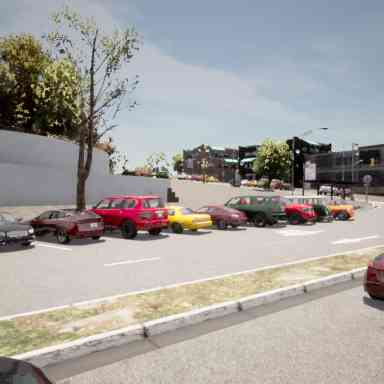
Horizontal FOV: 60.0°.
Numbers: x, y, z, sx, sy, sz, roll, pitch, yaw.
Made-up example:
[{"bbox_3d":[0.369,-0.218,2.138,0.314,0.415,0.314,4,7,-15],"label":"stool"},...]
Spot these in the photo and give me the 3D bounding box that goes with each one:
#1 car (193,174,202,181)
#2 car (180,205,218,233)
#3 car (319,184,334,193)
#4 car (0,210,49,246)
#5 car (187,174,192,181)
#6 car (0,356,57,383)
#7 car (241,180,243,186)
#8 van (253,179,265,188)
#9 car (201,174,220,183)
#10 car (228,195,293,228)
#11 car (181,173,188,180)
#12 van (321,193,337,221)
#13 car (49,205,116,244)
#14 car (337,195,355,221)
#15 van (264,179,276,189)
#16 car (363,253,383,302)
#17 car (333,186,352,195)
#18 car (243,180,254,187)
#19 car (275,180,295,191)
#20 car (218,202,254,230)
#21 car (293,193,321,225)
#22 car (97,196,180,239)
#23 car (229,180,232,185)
[{"bbox_3d":[3.456,-3.698,88.368,2.435,2.045,5.566,7,3,34],"label":"car"},{"bbox_3d":[-1.431,1.503,19.389,5.366,1.575,1.946,-1,-1,35],"label":"car"},{"bbox_3d":[24.261,-0.426,58.866,2.435,2.045,5.566,7,3,35],"label":"car"},{"bbox_3d":[-8.615,1.493,14.070,4.892,1.521,2.231,-1,-1,35],"label":"car"},{"bbox_3d":[1.662,-3.850,90.834,2.185,1.767,4.553,6,3,34],"label":"car"},{"bbox_3d":[-2.882,1.504,1.076,4.892,1.490,1.837,0,0,-35],"label":"car"},{"bbox_3d":[12.155,-2.043,76.137,2.002,1.452,4.674,7,4,35],"label":"car"},{"bbox_3d":[15.561,-1.763,71.085,1.878,1.987,4.442,7,4,35],"label":"van"},{"bbox_3d":[5.307,-3.175,86.109,1.946,1.575,5.366,7,3,34],"label":"car"},{"bbox_3d":[3.603,1.263,22.775,5.566,2.045,2.435,-1,-1,35],"label":"car"},{"bbox_3d":[-0.069,-4.084,93.304,2.185,1.767,4.553,4,1,33],"label":"car"},{"bbox_3d":[8.655,1.297,26.150,4.442,1.987,1.878,-1,-1,35],"label":"van"},{"bbox_3d":[-6.195,1.524,15.816,4.792,1.488,2.163,-1,-1,35],"label":"car"},{"bbox_3d":[11.064,1.403,27.900,4.553,1.767,2.185,-1,-1,35],"label":"car"},{"bbox_3d":[17.291,-1.490,68.614,1.878,1.987,4.442,7,4,35],"label":"van"},{"bbox_3d":[5.558,1.574,7.104,4.181,1.385,1.994,0,0,-34],"label":"car"},{"bbox_3d":[25.952,0.137,56.394,2.002,1.452,4.674,7,3,35],"label":"car"},{"bbox_3d":[13.987,-1.811,73.816,1.946,1.575,5.366,7,3,35],"label":"car"},{"bbox_3d":[19.051,-0.992,66.252,2.231,1.521,4.892,7,3,35],"label":"car"},{"bbox_3d":[1.176,1.549,21.017,4.674,1.452,2.002,-1,-1,35],"label":"car"},{"bbox_3d":[6.116,1.267,24.480,5.566,2.045,2.435,-1,-1,35],"label":"car"},{"bbox_3d":[-3.750,1.248,17.562,5.566,2.045,2.435,-1,-1,35],"label":"car"},{"bbox_3d":[10.413,-2.316,78.599,2.002,1.452,4.674,7,3,35],"label":"car"}]
